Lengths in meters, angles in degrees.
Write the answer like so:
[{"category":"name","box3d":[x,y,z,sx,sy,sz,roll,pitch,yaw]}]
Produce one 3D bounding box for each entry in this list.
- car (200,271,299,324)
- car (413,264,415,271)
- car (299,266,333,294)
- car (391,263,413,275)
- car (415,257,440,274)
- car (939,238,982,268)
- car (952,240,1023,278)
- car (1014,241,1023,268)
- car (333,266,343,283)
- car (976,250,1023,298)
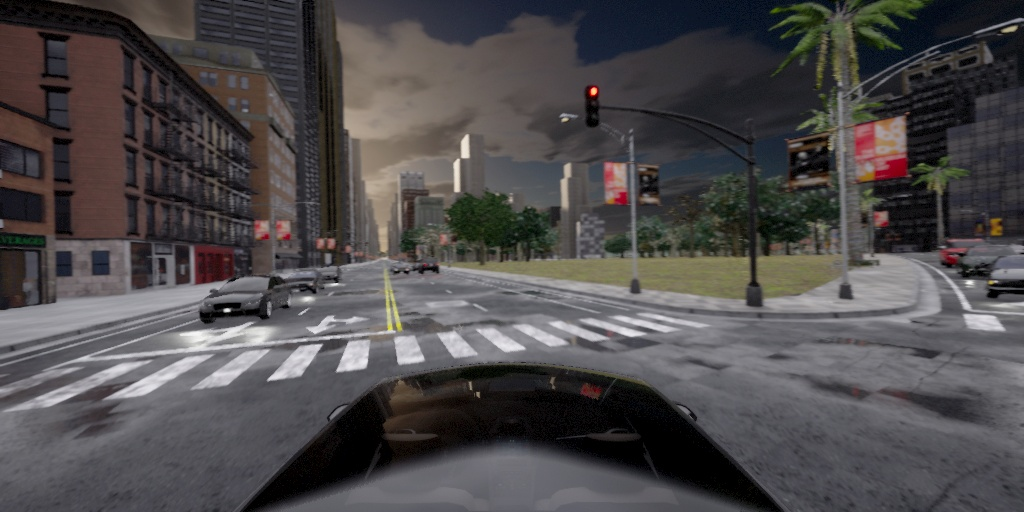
[{"category":"car","box3d":[-9.829,1.492,13.627,1.837,1.490,4.892,-1,0,-20]},{"category":"car","box3d":[-14.176,1.616,55.189,1.994,1.385,4.181,-2,0,-20]},{"category":"car","box3d":[-13.136,1.608,22.915,2.033,1.411,5.357,-2,0,-20]},{"category":"car","box3d":[-13.622,1.650,43.950,1.895,1.301,4.718,-2,0,-20]},{"category":"car","box3d":[-10.505,1.189,45.146,2.150,2.045,5.566,-1,0,-20]},{"category":"car","box3d":[32.633,-0.214,25.804,5.566,2.045,2.150,-2,1,-44]},{"category":"car","box3d":[24.990,0.208,18.753,4.553,1.767,2.097,-2,0,-42]},{"category":"car","box3d":[33.982,-0.107,22.596,4.553,1.767,2.097,-2,0,-43]},{"category":"car","box3d":[-16.624,1.644,32.758,1.837,1.490,4.892,-2,0,-19]},{"category":"car","box3d":[18.013,0.665,12.550,5.357,1.411,2.033,-2,0,-38]}]
